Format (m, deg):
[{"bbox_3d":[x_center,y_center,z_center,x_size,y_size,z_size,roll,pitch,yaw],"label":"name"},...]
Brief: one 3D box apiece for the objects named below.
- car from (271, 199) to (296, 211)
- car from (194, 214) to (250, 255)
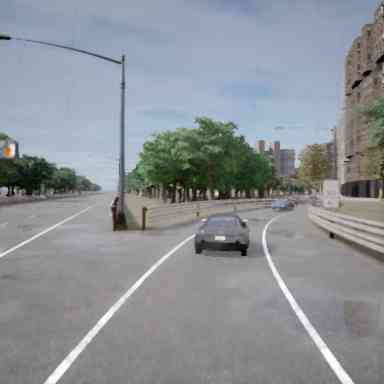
[{"bbox_3d":[11.510,1.593,41.745,2.033,1.411,5.357,0,0,30],"label":"car"},{"bbox_3d":[1.316,1.577,13.543,1.994,1.385,4.181,0,0,10],"label":"car"}]
